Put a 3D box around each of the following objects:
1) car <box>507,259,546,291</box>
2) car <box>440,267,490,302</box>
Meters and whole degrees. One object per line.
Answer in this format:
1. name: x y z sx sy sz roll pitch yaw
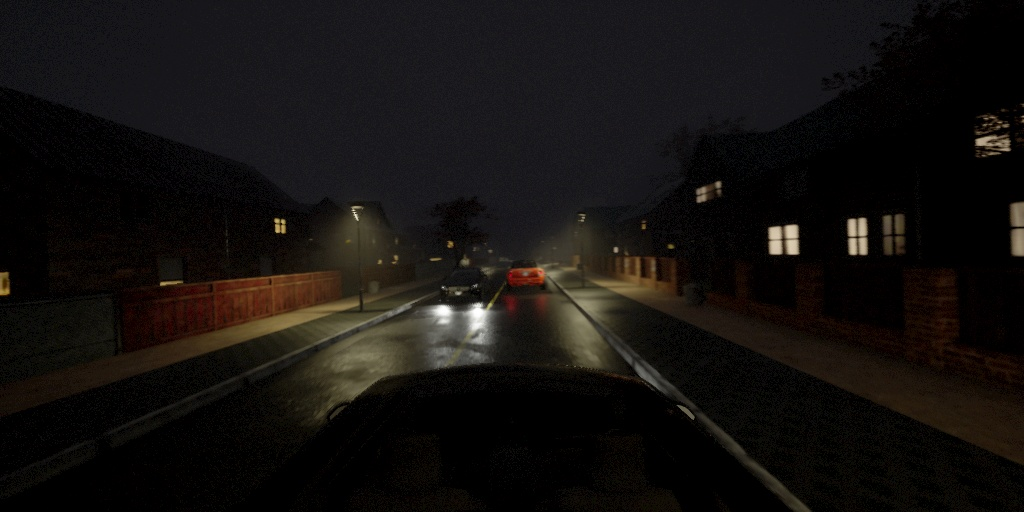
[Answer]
1. car: 0.809 0.953 21.011 2.097 1.767 4.553 -2 0 2
2. car: -2.150 1.268 17.259 1.812 1.442 4.674 -2 0 2
